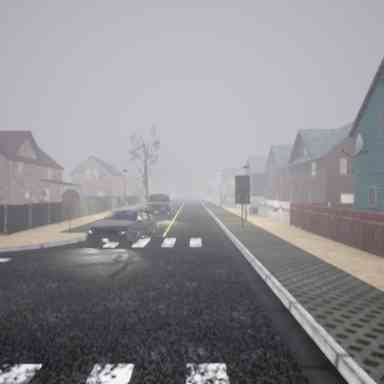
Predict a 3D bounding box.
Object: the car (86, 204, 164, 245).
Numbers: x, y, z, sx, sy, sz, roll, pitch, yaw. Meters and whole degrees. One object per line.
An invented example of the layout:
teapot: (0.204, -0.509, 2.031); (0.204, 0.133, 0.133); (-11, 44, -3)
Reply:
car: (-3.070, 1.507, 15.787); (2.033, 1.411, 5.357); (0, 0, 8)

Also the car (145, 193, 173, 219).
car: (-2.799, 1.178, 28.932); (2.150, 2.045, 5.566); (0, 1, 0)
